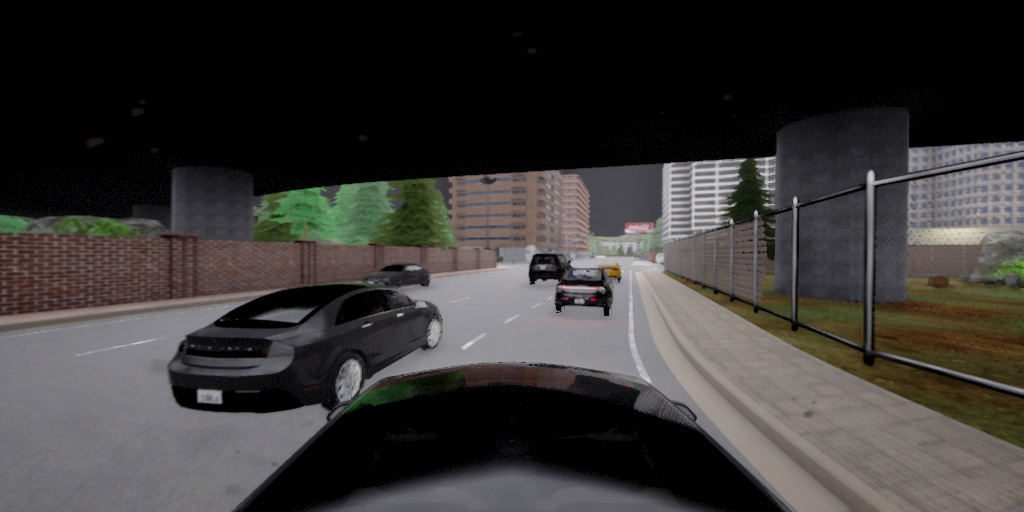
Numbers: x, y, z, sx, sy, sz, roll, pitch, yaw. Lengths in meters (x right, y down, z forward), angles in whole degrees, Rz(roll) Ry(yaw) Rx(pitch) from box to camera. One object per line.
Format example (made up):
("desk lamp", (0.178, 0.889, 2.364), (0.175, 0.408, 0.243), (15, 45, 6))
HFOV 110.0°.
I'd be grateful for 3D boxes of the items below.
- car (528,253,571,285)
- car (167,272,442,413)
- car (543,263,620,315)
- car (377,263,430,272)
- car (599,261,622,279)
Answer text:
("car", (2.724, 0.853, 24.652), (2.150, 2.045, 5.566), (1, 0, 18))
("car", (-2.746, 1.206, 6.123), (1.837, 1.490, 4.892), (0, 0, 10))
("car", (2.808, 1.192, 13.454), (2.128, 1.511, 4.902), (1, 0, 17))
("car", (-6.276, 1.112, 20.056), (1.812, 1.442, 4.674), (1, 0, 18))
("car", (7.576, 1.127, 28.213), (1.882, 1.535, 5.008), (1, 0, 18))
